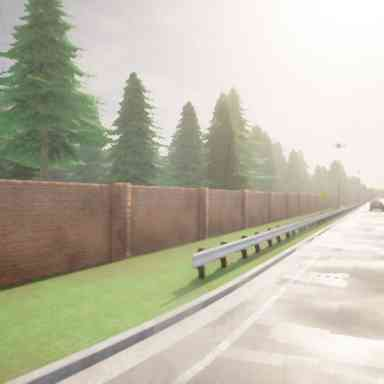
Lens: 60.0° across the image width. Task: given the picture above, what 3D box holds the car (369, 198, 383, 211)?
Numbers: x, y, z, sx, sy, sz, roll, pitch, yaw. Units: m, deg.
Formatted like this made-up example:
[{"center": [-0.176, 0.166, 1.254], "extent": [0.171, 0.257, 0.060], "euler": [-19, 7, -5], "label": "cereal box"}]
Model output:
[{"center": [30.135, 2.223, 54.199], "extent": [2.097, 1.767, 4.553], "euler": [0, -1, 29], "label": "car"}]
